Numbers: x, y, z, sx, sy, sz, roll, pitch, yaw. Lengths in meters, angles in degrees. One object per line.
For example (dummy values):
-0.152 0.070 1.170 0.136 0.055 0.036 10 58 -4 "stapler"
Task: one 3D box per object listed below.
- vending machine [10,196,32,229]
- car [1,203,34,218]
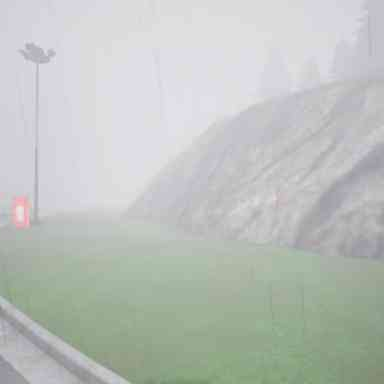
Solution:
-11.035 1.306 21.510 1.100 2.100 0.880 0 0 -18 "vending machine"
-16.565 1.688 32.059 1.812 1.442 4.674 0 0 -4 "car"
